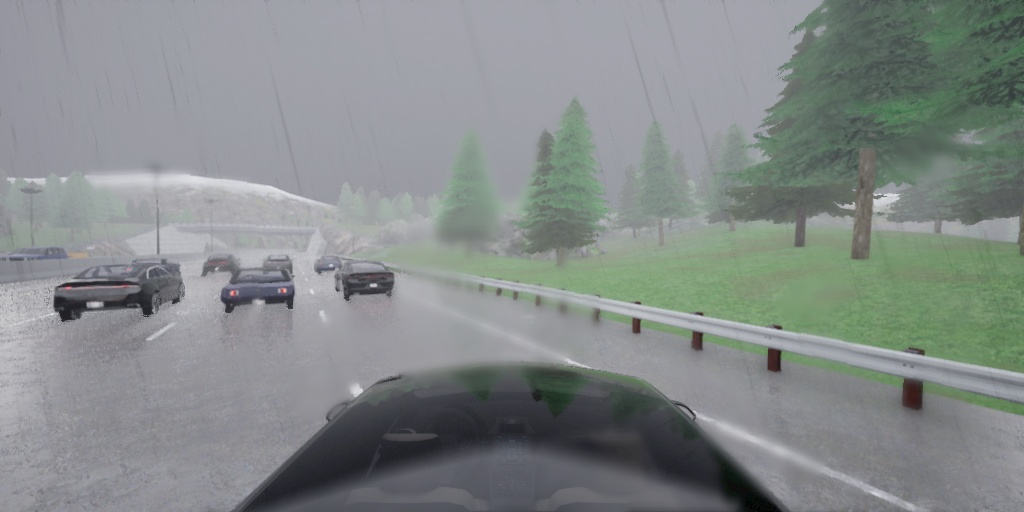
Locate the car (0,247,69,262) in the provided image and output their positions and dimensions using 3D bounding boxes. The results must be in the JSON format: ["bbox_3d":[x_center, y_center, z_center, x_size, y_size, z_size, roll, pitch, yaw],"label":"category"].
[{"bbox_3d":[-40.399,0.227,30.488,2.150,2.045,5.566,0,1,-32],"label":"car"}]

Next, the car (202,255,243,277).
[{"bbox_3d":[-21.563,0.669,26.787,1.837,1.490,4.892,0,1,-32],"label":"car"}]

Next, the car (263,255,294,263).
[{"bbox_3d":[-18.263,0.643,28.103,2.128,1.511,4.902,0,1,-32],"label":"car"}]

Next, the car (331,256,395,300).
[{"bbox_3d":[-6.550,0.923,15.720,1.882,1.535,5.008,0,1,-31],"label":"car"}]

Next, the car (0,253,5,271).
[{"bbox_3d":[-43.162,0.560,28.296,1.837,1.490,4.892,0,1,-31],"label":"car"}]

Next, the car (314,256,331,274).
[{"bbox_3d":[-15.354,0.688,30.054,1.994,1.385,4.181,0,1,-32],"label":"car"}]

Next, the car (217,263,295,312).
[{"bbox_3d":[-8.916,1.092,12.897,1.895,1.301,4.718,0,1,-31],"label":"car"}]

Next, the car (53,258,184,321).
[{"bbox_3d":[-12.104,1.001,11.385,2.128,1.511,4.902,0,1,-31],"label":"car"}]
